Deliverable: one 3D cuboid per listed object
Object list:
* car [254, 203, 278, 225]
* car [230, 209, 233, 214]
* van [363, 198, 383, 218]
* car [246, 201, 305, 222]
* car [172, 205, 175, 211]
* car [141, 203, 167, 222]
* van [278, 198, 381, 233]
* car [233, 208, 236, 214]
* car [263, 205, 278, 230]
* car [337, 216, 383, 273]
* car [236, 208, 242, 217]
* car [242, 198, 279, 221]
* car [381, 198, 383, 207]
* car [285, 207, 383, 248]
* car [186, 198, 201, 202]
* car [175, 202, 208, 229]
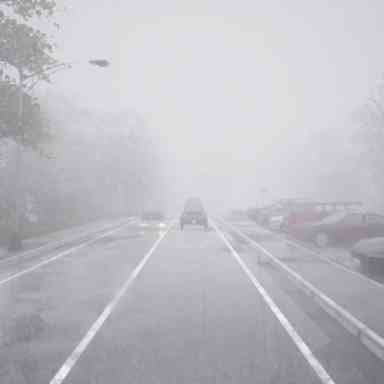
[{"bbox_3d":[7.123,1.742,23.284,4.792,1.488,2.163,0,-1,0],"label":"car"},{"bbox_3d":[6.925,1.930,37.149,5.366,1.575,1.946,0,-1,0],"label":"car"},{"bbox_3d":[20.304,1.646,34.265,4.442,1.987,1.878,0,-1,0],"label":"van"},{"bbox_3d":[7.131,1.658,28.834,4.553,1.767,2.185,0,-1,0],"label":"car"},{"bbox_3d":[-3.200,3.290,70.381,1.895,1.301,4.718,0,-3,0],"label":"car"},{"bbox_3d":[-3.327,1.800,29.437,1.882,1.535,5.008,0,-1,0],"label":"car"},{"bbox_3d":[7.203,1.417,17.736,4.442,1.987,1.878,0,-1,0],"label":"van"},{"bbox_3d":[7.113,1.876,34.381,4.892,1.521,2.231,0,-1,0],"label":"car"},{"bbox_3d":[7.092,1.718,20.509,4.674,1.452,2.002,0,-1,0],"label":"car"},{"bbox_3d":[7.046,1.569,9.406,4.792,1.488,2.163,0,-1,0],"label":"car"},{"bbox_3d":[7.110,1.825,31.609,5.008,1.535,2.097,0,-1,0],"label":"car"},{"bbox_3d":[7.068,1.495,26.064,5.566,2.045,2.435,0,-1,0],"label":"car"},{"bbox_3d":[20.211,1.567,31.374,5.566,2.045,2.435,0,-1,0],"label":"car"},{"bbox_3d":[7.088,1.609,14.957,5.008,1.535,2.097,0,-1,0],"label":"car"},{"bbox_3d":[0.137,1.791,41.031,2.150,2.045,5.566,0,-2,-1],"label":"car"},{"bbox_3d":[0.115,1.723,23.533,2.128,1.511,4.902,0,-1,0],"label":"car"}]
